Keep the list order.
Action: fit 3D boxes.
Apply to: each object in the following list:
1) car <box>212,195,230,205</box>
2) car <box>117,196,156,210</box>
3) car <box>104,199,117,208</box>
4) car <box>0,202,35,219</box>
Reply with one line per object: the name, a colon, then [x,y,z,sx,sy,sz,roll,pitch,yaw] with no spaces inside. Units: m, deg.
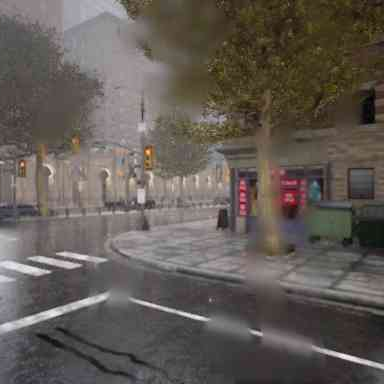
car: [5.351,1.335,58.447,2.097,1.767,4.553,0,0,36]
car: [-6.700,1.336,41.817,2.097,1.767,4.553,0,0,36]
car: [-10.407,1.576,48.048,1.895,1.301,4.718,0,0,36]
car: [-15.919,1.549,28.908,1.994,1.385,4.181,0,0,34]
